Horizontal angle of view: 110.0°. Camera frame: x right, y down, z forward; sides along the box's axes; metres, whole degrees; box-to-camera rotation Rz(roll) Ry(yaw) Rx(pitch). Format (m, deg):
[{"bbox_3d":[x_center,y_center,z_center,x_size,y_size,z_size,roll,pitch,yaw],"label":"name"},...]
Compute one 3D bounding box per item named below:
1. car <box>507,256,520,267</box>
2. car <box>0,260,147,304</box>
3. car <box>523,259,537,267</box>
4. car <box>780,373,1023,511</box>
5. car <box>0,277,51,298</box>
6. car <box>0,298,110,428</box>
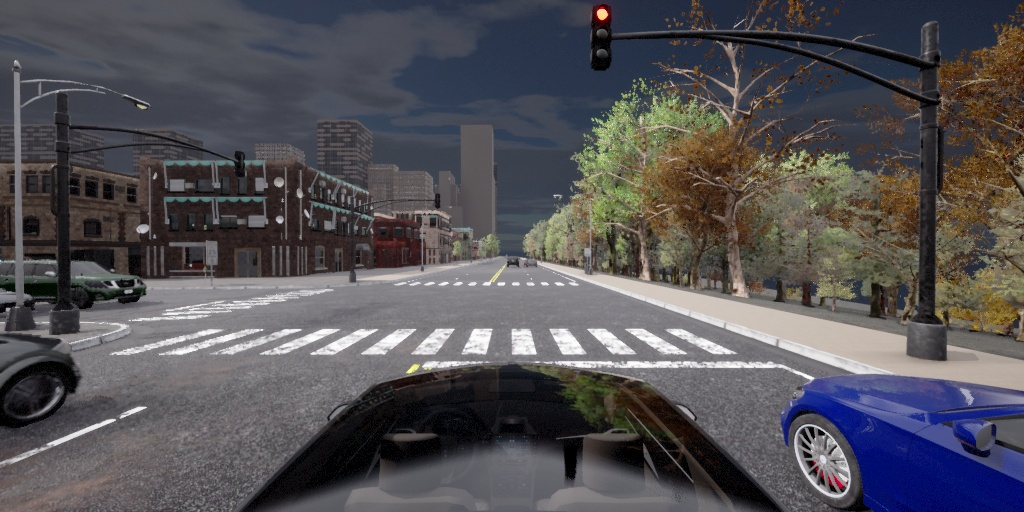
[{"bbox_3d":[0.218,0.948,63.727,2.150,2.045,5.566,0,0,1],"label":"car"},{"bbox_3d":[-19.309,1.182,15.486,5.566,2.045,2.150,0,1,0],"label":"car"},{"bbox_3d":[3.470,1.218,63.887,2.128,1.511,4.902,0,0,0],"label":"car"},{"bbox_3d":[3.346,1.276,1.343,1.812,1.442,4.674,0,0,2],"label":"car"},{"bbox_3d":[-19.926,1.565,12.784,4.313,1.339,1.948,0,0,0],"label":"car"},{"bbox_3d":[-6.588,1.314,2.861,1.994,1.385,4.181,0,0,0],"label":"car"}]
